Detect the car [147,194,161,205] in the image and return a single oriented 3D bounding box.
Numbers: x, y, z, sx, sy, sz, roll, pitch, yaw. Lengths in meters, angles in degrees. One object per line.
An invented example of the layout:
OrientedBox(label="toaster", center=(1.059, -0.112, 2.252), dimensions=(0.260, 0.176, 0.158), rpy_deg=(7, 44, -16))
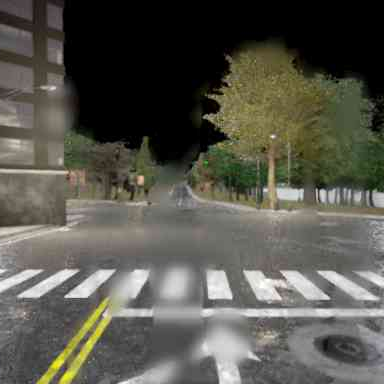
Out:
OrientedBox(label="car", center=(-7.249, 1.504, 63.916), dimensions=(2.150, 2.045, 5.566), rpy_deg=(0, 0, -1))
